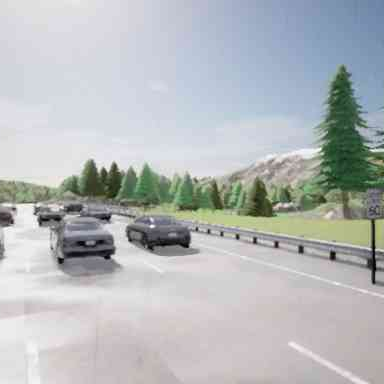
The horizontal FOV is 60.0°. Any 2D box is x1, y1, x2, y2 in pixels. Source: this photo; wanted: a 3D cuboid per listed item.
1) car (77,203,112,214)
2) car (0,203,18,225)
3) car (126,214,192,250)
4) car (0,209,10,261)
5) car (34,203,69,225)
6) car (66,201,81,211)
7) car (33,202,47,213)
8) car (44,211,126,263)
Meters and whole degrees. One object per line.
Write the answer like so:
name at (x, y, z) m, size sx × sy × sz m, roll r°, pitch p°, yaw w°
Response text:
car at (-8.252, 1.866, 28.328) m, size 1.895 × 1.301 × 4.718 m, roll 0°, pitch -1°, yaw -26°
car at (-14.791, 1.758, 25.767) m, size 1.812 × 1.442 × 4.674 m, roll 0°, pitch 0°, yaw -26°
car at (-1.656, 1.709, 15.244) m, size 1.994 × 1.385 × 4.181 m, roll 0°, pitch -1°, yaw -26°
car at (-7.870, 1.617, 12.022) m, size 1.837 × 1.490 × 4.892 m, roll 0°, pitch 0°, yaw -26°
car at (-11.379, 1.847, 26.755) m, size 1.895 × 1.301 × 4.718 m, roll 0°, pitch -1°, yaw -26°
car at (-14.492, 1.853, 40.689) m, size 1.882 × 1.535 × 5.008 m, roll 0°, pitch 0°, yaw -27°
car at (-17.519, 1.903, 38.914) m, size 2.033 × 1.411 × 5.357 m, roll 0°, pitch -1°, yaw -27°
car at (-4.310, 1.667, 12.712) m, size 2.033 × 1.411 × 5.357 m, roll 0°, pitch -1°, yaw -26°
